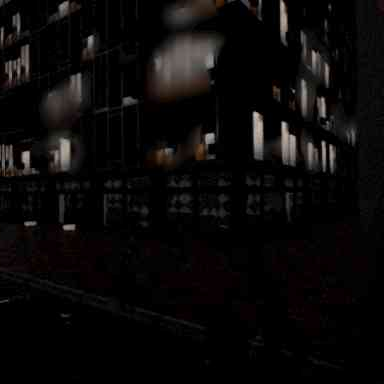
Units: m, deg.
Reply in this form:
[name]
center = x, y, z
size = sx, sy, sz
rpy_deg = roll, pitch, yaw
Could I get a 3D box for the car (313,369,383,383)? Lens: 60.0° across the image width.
[car]
center = 2.357, 1.574, 1.210
size = 4.313, 1.339, 1.947
rpy_deg = 0, -1, 36
